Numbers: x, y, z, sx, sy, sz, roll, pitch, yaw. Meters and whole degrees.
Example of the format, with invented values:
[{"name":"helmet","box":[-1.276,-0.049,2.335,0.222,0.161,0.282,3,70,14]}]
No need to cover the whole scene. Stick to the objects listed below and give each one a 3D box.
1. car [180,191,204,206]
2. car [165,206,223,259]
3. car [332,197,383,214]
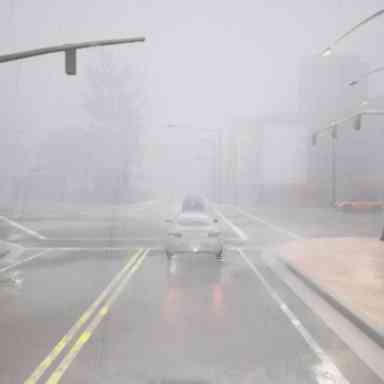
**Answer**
[{"name":"car","box":[0.113,1.106,34.431,2.097,1.767,4.553,0,0,0]},{"name":"car","box":[0.014,1.434,12.128,1.812,1.442,4.674,0,0,-2]},{"name":"car","box":[16.769,1.239,33.862,4.553,1.767,2.097,1,0,0]}]
